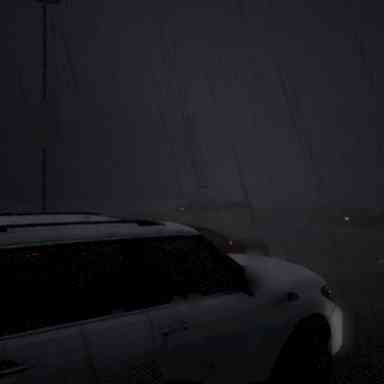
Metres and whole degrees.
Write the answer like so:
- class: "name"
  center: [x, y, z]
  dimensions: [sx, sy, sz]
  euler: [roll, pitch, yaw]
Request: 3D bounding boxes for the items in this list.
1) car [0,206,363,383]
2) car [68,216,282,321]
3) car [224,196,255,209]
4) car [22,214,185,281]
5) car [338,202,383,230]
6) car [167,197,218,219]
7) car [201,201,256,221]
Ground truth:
- class: "car"
  center: [-0.820, 1.230, 3.263]
  dimensions: [5.566, 2.045, 2.150]
  euler: [0, 0, -36]
- class: "car"
  center: [-0.177, 1.497, 8.088]
  dimensions: [5.008, 1.535, 1.882]
  euler: [0, 0, -37]
- class: "car"
  center: [6.807, 1.465, 47.163]
  dimensions: [2.097, 1.767, 4.553]
  euler: [0, 0, 44]
- class: "car"
  center: [-2.669, 1.549, 10.592]
  dimensions: [4.674, 1.442, 1.812]
  euler: [0, 0, -37]
- class: "car"
  center: [11.044, 1.622, 21.846]
  dimensions: [4.181, 1.385, 1.994]
  euler: [0, 0, -42]
- class: "car"
  center: [0.102, 1.425, 31.112]
  dimensions: [4.553, 1.767, 2.097]
  euler: [0, 0, -41]
- class: "car"
  center: [3.294, 1.562, 29.251]
  dimensions: [4.902, 1.511, 2.128]
  euler: [0, 0, -42]
